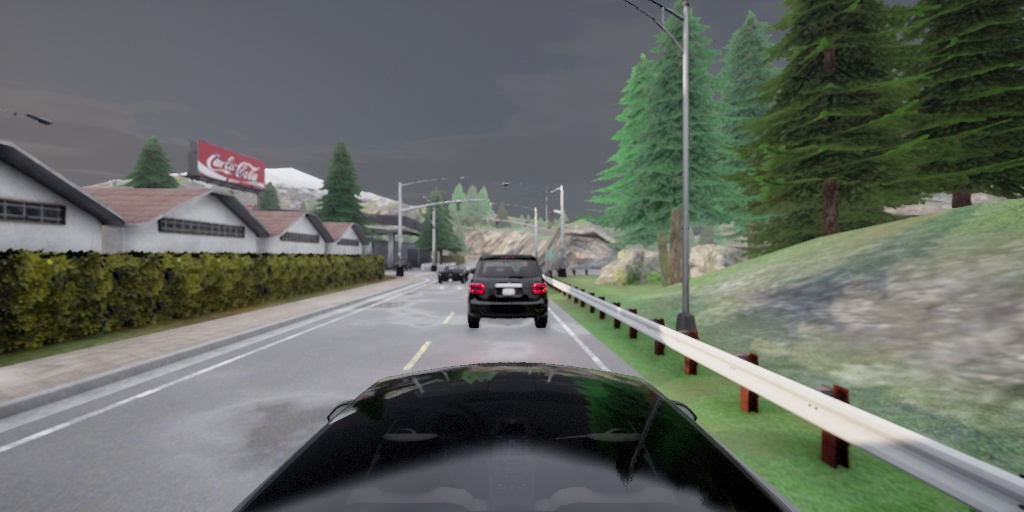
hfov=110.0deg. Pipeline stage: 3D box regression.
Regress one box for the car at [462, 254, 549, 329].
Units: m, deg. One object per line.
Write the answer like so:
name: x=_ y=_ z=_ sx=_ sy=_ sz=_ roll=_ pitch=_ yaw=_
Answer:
car: x=-0.178 y=0.975 z=11.439 sx=2.150 sy=2.045 sz=5.566 roll=0 pitch=0 yaw=-2

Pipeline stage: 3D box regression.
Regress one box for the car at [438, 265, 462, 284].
car: x=-4.331 y=1.361 z=27.012 sx=1.895 sy=1.301 sz=4.718 roll=0 pitch=0 yaw=-2
